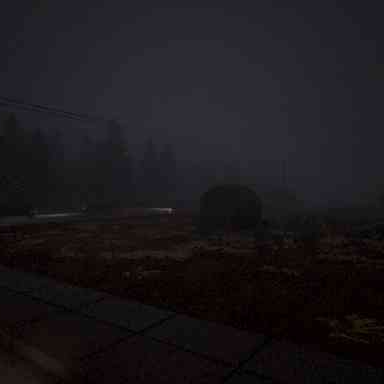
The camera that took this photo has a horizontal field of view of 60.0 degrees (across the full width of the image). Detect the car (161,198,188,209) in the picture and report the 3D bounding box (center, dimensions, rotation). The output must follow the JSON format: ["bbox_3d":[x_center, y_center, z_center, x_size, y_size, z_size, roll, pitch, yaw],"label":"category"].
[{"bbox_3d":[-2.447,1.552,47.317,1.812,1.442,4.674,0,0,37],"label":"car"}]

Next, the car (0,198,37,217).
[{"bbox_3d":[-16.081,1.379,28.962,2.097,1.767,4.553,0,0,37],"label":"car"}]

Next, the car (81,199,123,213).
[{"bbox_3d":[-10.004,1.518,37.157,2.128,1.511,4.902,0,0,37],"label":"car"}]
